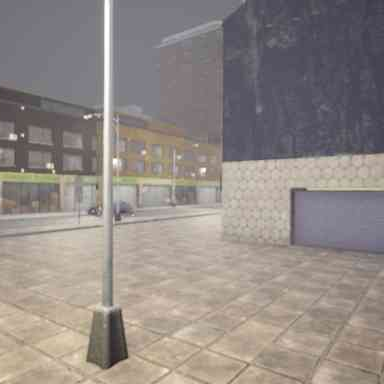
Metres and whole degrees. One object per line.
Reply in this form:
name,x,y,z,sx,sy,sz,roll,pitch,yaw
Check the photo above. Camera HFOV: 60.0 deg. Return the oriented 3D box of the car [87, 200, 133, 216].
car,-7.277,1.444,29.923,1.994,1.385,4.181,0,0,36
